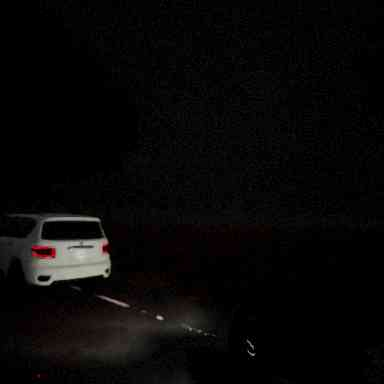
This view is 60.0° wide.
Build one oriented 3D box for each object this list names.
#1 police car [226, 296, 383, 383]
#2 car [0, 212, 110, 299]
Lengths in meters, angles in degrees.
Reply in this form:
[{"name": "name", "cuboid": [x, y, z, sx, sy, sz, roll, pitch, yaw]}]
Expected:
[{"name": "police car", "cuboid": [2.667, 1.651, 2.919, 5.238, 1.638, 1.930, -1, -4, 43]}, {"name": "car", "cuboid": [-4.597, 1.608, 9.691, 5.566, 2.045, 2.150, -2, -5, 43]}]
